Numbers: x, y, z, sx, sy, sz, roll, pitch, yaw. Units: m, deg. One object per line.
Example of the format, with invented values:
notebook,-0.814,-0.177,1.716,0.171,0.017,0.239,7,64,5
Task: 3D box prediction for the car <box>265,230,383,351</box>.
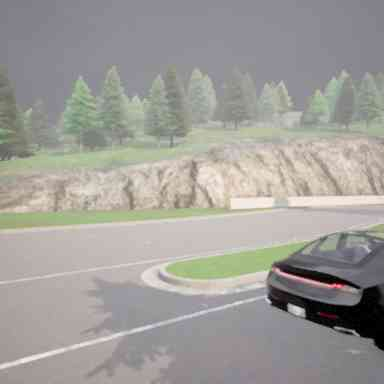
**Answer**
car,3.509,1.458,6.053,4.902,1.511,2.128,0,0,-33
